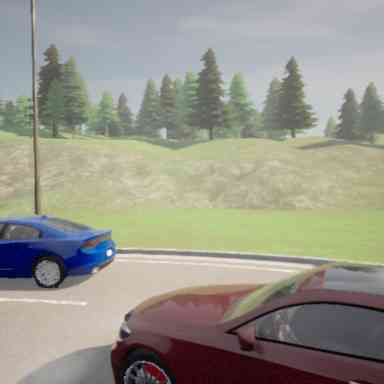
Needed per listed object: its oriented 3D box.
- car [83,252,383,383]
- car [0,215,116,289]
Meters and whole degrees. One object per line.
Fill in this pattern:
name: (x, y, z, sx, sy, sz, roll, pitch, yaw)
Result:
car: (1.361, 1.425, 3.036, 4.674, 1.442, 1.812, 0, 1, 31)
car: (-4.463, 1.349, 8.325, 5.008, 1.535, 1.882, -1, 1, 7)
